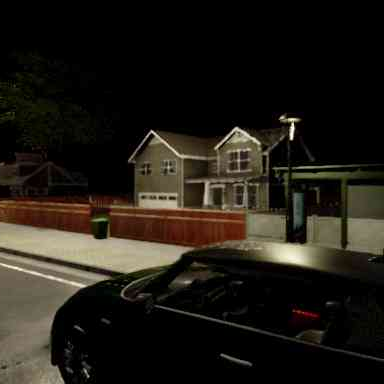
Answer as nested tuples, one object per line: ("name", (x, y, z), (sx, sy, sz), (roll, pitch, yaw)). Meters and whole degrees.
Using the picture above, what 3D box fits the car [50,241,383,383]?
("car", (0.472, 1.346, 3.655), (4.553, 1.767, 2.097), (0, 0, 35))
